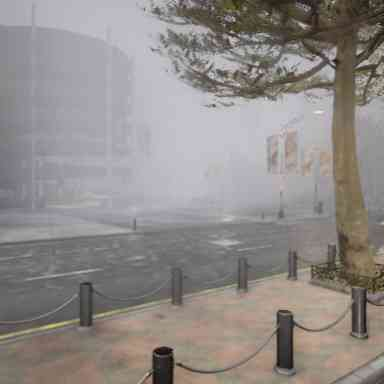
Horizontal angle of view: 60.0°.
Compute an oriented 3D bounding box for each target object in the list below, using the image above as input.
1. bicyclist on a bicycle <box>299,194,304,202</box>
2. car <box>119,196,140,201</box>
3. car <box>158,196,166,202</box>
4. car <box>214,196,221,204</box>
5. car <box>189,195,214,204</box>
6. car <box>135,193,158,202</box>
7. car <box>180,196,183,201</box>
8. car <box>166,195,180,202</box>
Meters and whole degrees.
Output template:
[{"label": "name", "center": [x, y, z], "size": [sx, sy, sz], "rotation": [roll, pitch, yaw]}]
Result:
[{"label": "bicyclist on a bicycle", "center": [21.239, 1.252, 64.458], "size": [1.656, 1.620, 0.582], "rotation": [0, 0, -36]}, {"label": "car", "center": [-15.020, 1.512, 80.255], "size": [4.718, 1.301, 1.895], "rotation": [0, 0, 12]}, {"label": "car", "center": [-8.629, 1.510, 74.099], "size": [4.181, 1.385, 1.994], "rotation": [0, 0, 30]}, {"label": "car", "center": [3.568, 1.315, 64.142], "size": [2.097, 1.767, 4.553], "rotation": [0, 0, -38]}, {"label": "car", "center": [1.366, 1.492, 61.143], "size": [1.812, 1.442, 4.674], "rotation": [0, 0, -38]}, {"label": "car", "center": [-10.734, 1.495, 71.240], "size": [5.357, 1.411, 2.033], "rotation": [0, 0, 26]}, {"label": "car", "center": [-4.533, 1.486, 79.844], "size": [4.902, 1.511, 2.128], "rotation": [0, 0, 26]}, {"label": "car", "center": [-5.773, 1.487, 76.553], "size": [4.674, 1.442, 1.812], "rotation": [0, 0, 26]}]
